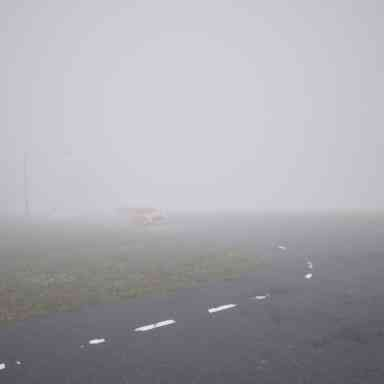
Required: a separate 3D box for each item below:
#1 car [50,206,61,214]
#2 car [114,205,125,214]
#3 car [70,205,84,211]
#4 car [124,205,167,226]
[{"bbox_3d":[-27.952,3.616,68.055,2.128,1.511,4.902,-2,-1,-28],"label":"car"},{"bbox_3d":[-11.048,2.847,53.725,1.994,1.385,4.181,-2,0,-35],"label":"car"},{"bbox_3d":[-25.865,3.581,74.602,2.033,1.411,5.357,-2,0,-35],"label":"car"},{"bbox_3d":[-4.319,2.252,32.132,2.097,1.767,4.553,-2,0,-35],"label":"car"}]
